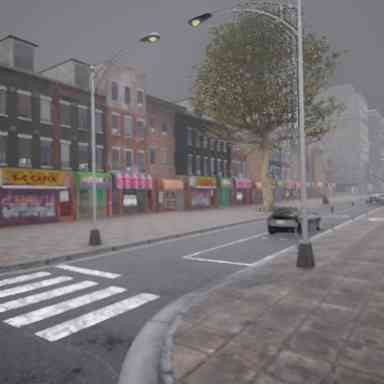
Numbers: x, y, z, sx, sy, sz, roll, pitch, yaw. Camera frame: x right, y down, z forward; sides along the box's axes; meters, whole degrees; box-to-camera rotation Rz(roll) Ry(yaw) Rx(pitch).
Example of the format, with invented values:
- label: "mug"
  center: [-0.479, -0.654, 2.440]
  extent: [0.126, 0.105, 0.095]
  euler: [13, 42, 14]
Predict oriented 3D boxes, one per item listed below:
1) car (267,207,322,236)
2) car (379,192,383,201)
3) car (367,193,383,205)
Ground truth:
- label: "car"
  center: [5.257, 1.393, 16.944]
  extent: [1.947, 1.339, 4.313]
  euler: [-1, 0, 35]
- label: "car"
  center: [33.292, 0.732, 56.669]
  extent: [2.008, 1.369, 4.403]
  euler: [-1, 0, 35]
- label: "car"
  center: [23.947, 0.948, 43.427]
  extent: [2.008, 1.369, 4.403]
  euler: [-1, 0, 35]
